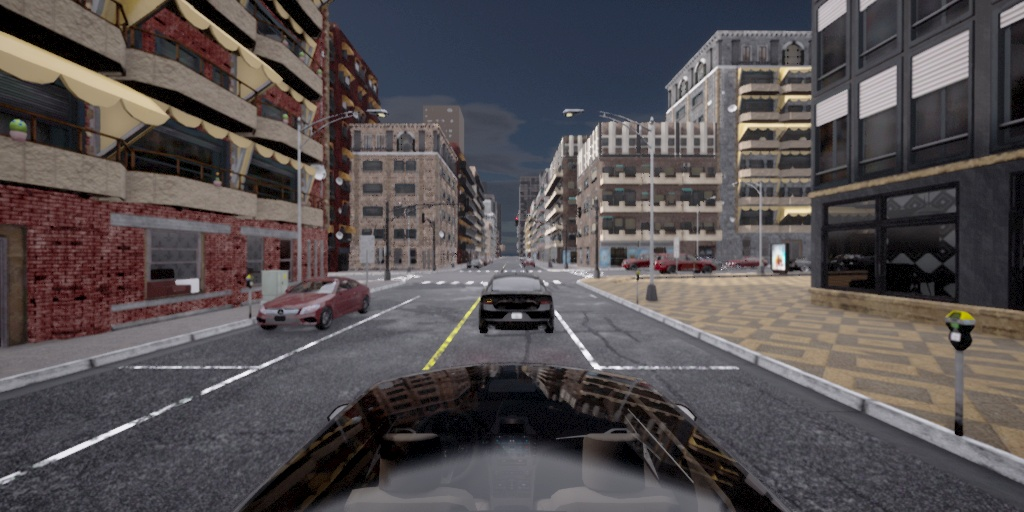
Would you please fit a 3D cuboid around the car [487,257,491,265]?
[{"bbox_3d":[-5.572,0.888,64.338,2.192,1.841,5.009,0,0,0],"label":"car"}]

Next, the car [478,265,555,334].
[{"bbox_3d":[0.115,1.199,10.596,1.882,1.535,5.008,0,0,0],"label":"car"}]

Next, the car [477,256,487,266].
[{"bbox_3d":[-5.583,1.113,58.485,1.751,1.417,4.829,0,0,0],"label":"car"}]

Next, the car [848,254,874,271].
[{"bbox_3d":[31.405,0.624,31.002,4.313,1.339,1.948,0,0,0],"label":"car"}]

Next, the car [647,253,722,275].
[{"bbox_3d":[14.764,0.686,30.889,5.009,1.841,2.192,0,0,0],"label":"car"}]

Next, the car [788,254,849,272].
[{"bbox_3d":[25.858,0.729,30.964,4.313,1.339,1.948,0,0,0],"label":"car"}]

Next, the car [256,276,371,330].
[{"bbox_3d":[-5.724,1.303,10.950,1.802,1.307,4.207,0,0,0],"label":"car"}]

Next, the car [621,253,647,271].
[{"bbox_3d":[14.646,0.645,39.269,5.009,1.841,2.192,0,0,0],"label":"car"}]

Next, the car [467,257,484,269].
[{"bbox_3d":[-5.593,1.168,52.973,1.948,1.339,4.313,0,0,0],"label":"car"}]

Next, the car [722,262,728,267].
[{"bbox_3d":[19.145,0.823,36.706,4.181,1.385,1.994,-1,0,0],"label":"car"}]

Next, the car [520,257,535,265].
[{"bbox_3d":[2.797,1.027,58.641,1.967,1.591,4.097,0,0,0],"label":"car"}]

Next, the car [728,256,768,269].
[{"bbox_3d":[25.738,0.705,39.344,4.207,1.307,1.802,0,0,0],"label":"car"}]
